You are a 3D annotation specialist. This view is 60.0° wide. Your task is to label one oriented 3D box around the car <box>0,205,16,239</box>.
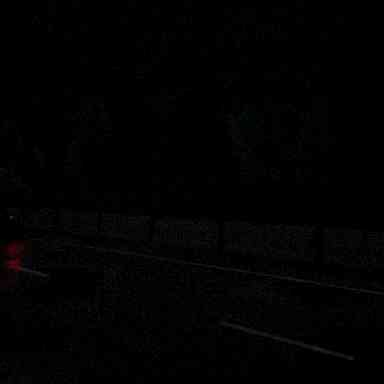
[{"bbox_3d":[-10.309,1.289,15.653,4.553,1.767,2.097,0,0,36],"label":"car"}]
